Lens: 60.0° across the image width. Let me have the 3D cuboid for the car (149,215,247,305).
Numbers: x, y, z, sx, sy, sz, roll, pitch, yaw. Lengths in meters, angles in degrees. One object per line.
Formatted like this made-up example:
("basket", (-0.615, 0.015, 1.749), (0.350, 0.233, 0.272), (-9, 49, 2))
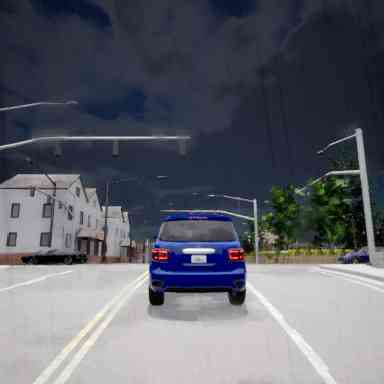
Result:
("car", (0.079, 1.761, 9.303), (2.150, 2.045, 5.566), (0, -7, -1))

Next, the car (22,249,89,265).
("car", (-10.526, 5.097, 25.812), (4.718, 1.301, 1.895), (-4, -13, 9))

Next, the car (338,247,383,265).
("car", (15.427, 5.659, 29.605), (4.553, 1.767, 2.097), (0, -12, 1))
